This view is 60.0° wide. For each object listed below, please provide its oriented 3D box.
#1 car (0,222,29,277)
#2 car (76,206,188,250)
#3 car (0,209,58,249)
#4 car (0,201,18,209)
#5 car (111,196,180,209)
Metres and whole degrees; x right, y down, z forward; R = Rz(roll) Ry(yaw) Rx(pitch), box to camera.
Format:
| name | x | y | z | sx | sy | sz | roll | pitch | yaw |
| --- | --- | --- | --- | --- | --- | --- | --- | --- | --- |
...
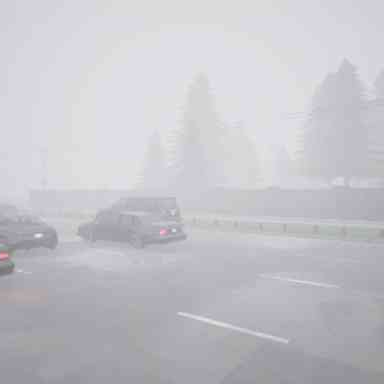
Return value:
| name | x | y | z | sx | sy | sz | roll | pitch | yaw |
| --- | --- | --- | --- | --- | --- | --- | --- | --- | --- |
| car | -6.802 | 1.566 | 8.821 | 5.357 | 1.411 | 2.033 | 0 | 0 | 36 |
| car | -2.739 | 1.566 | 14.522 | 5.357 | 1.411 | 2.033 | 0 | 0 | 36 |
| car | -7.315 | 1.588 | 13.491 | 4.181 | 1.385 | 1.994 | 0 | 0 | 36 |
| car | -17.065 | 1.558 | 29.041 | 4.892 | 1.490 | 1.837 | 0 | 0 | 36 |
| car | -3.163 | 1.243 | 19.131 | 5.566 | 2.045 | 2.150 | 0 | 0 | 36 |
